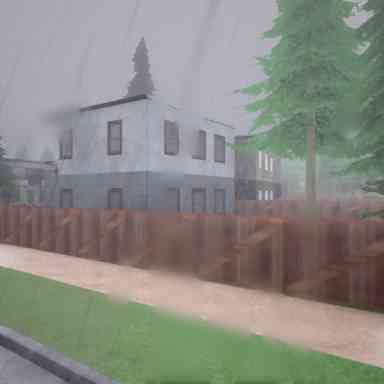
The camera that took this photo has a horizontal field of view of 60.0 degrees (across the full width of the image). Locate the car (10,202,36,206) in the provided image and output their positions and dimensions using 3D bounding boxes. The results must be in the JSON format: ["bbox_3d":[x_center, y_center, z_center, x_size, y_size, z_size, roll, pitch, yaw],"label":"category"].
[{"bbox_3d":[-15.351,1.582,29.329,1.895,1.301,4.718,0,0,28],"label":"car"}]
